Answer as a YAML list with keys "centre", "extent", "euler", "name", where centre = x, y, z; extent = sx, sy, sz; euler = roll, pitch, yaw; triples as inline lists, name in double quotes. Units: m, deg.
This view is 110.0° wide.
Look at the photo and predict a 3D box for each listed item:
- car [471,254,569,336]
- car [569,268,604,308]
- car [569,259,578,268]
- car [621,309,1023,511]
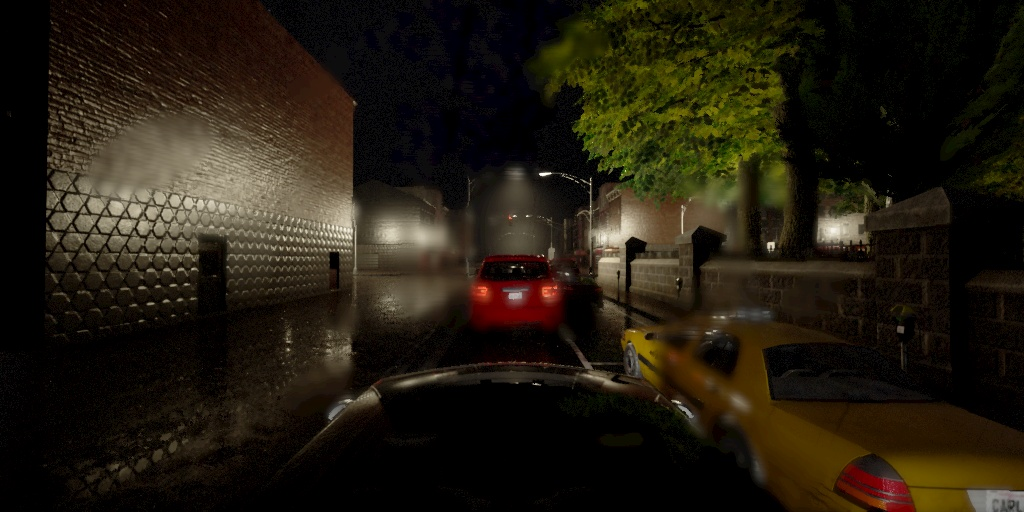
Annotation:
- centre: [0.096, 0.975, 10.515]
  extent: [2.150, 2.045, 5.566]
  euler: [0, 0, 0]
  name: "car"
- centre: [2.633, 1.339, 14.928]
  extent: [1.802, 1.307, 4.207]
  euler: [0, 0, 0]
  name: "car"
- centre: [2.631, 1.078, 20.377]
  extent: [2.192, 1.841, 5.009]
  euler: [0, 0, 0]
  name: "car"
- centre: [2.637, 1.276, 4.200]
  extent: [1.751, 1.417, 4.829]
  euler: [0, 0, 0]
  name: "car"
